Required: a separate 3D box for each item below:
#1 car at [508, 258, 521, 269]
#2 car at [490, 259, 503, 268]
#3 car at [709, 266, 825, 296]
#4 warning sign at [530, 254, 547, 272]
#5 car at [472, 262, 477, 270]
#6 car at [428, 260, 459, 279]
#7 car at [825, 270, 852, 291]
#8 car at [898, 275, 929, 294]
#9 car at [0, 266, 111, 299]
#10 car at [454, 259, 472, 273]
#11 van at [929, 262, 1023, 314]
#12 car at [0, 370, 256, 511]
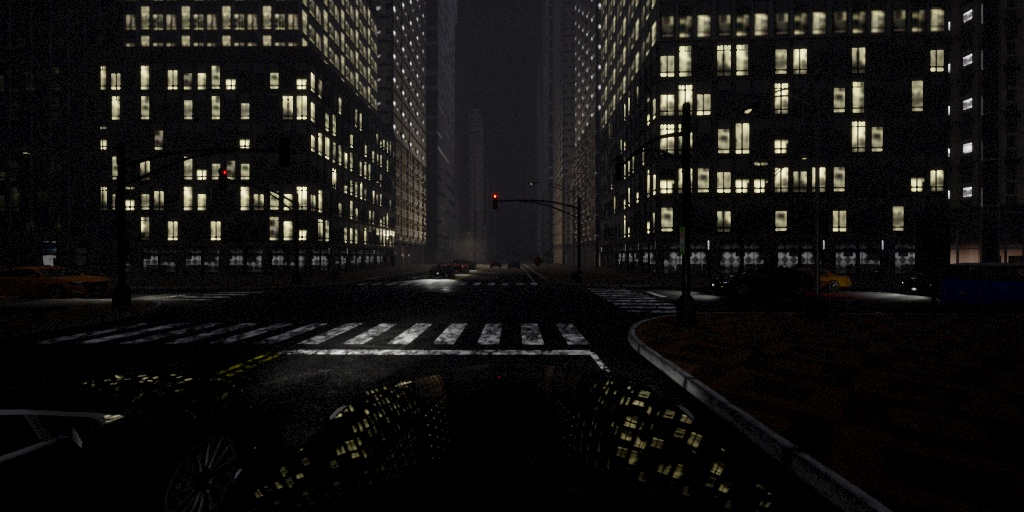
[{"bbox_3d":[0.325,1.336,58.162,2.128,1.511,4.902,0,0,1],"label":"car"},{"bbox_3d":[-2.896,1.369,63.777,1.837,1.490,4.892,0,0,0],"label":"car"},{"bbox_3d":[13.055,1.274,18.861,4.892,1.490,1.837,0,0,2],"label":"car"},{"bbox_3d":[3.011,0.913,41.340,1.300,1.860,1.060,0,0,0],"label":"warning sign"},{"bbox_3d":[-6.383,1.378,53.839,2.033,1.411,5.357,0,0,0],"label":"car"},{"bbox_3d":[-6.471,1.345,33.345,1.994,1.385,4.181,0,0,0],"label":"car"},{"bbox_3d":[17.166,1.295,21.295,4.829,1.417,1.751,0,0,2],"label":"car"},{"bbox_3d":[23.455,1.324,18.442,5.357,1.411,2.033,0,0,2],"label":"car"},{"bbox_3d":[-22.322,1.237,17.166,5.008,1.535,1.882,0,0,0],"label":"car"},{"bbox_3d":[-6.430,1.154,43.342,2.097,1.767,4.553,0,0,0],"label":"car"},{"bbox_3d":[18.403,1.120,13.118,3.998,1.789,1.690,0,0,2],"label":"van"},{"bbox_3d":[-3.154,1.241,1.148,2.128,1.511,4.902,0,0,0],"label":"car"}]
